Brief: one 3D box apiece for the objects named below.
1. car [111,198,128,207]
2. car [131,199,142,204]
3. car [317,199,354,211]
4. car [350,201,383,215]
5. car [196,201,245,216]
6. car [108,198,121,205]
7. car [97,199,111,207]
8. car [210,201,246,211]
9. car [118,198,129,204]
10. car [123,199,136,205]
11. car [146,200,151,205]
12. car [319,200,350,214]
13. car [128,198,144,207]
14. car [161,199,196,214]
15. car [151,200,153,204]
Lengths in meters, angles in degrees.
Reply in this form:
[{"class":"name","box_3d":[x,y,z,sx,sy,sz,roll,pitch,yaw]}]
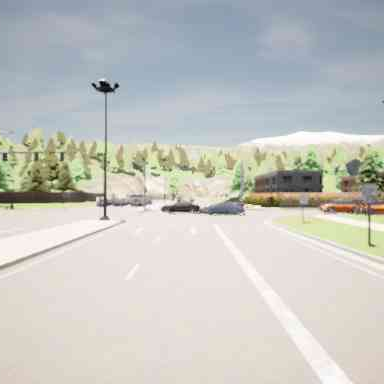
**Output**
[{"class":"car","box_3d":[-15.000,2.349,70.213,2.033,1.411,5.357,0,-1,0]},{"class":"car","box_3d":[-15.000,2.583,90.650,2.033,1.411,5.357,0,-1,0]},{"class":"car","box_3d":[21.244,1.919,49.220,4.553,1.767,2.097,0,-1,0]},{"class":"car","box_3d":[21.419,1.799,38.724,4.553,1.767,2.097,0,-1,-1]},{"class":"car","box_3d":[3.449,1.992,38.536,5.357,1.411,2.033,0,-1,-1]},{"class":"car","box_3d":[-18.500,2.275,79.829,2.097,1.767,4.553,0,-1,0]},{"class":"car","box_3d":[-18.500,2.162,70.013,2.097,1.767,4.553,0,-1,0]},{"class":"car","box_3d":[5.536,2.141,51.502,5.357,1.411,2.033,0,-1,39]},{"class":"car","box_3d":[-18.500,2.392,90.055,2.097,1.767,4.553,0,-1,0]},{"class":"car","box_3d":[-15.000,2.464,80.239,2.033,1.411,5.357,0,-1,0]},{"class":"car","box_3d":[-11.500,2.502,78.751,1.895,1.301,4.718,0,-1,0]},{"class":"car","box_3d":[18.553,1.839,42.195,4.553,1.767,2.097,0,-1,-1]},{"class":"car","box_3d":[-11.500,2.161,69.928,2.097,1.767,4.553,0,-1,0]},{"class":"car","box_3d":[-1.444,1.962,41.987,5.008,1.535,1.882,0,-1,-1]},{"class":"car","box_3d":[-11.500,2.567,89.233,2.033,1.411,5.357,0,-1,0]}]
